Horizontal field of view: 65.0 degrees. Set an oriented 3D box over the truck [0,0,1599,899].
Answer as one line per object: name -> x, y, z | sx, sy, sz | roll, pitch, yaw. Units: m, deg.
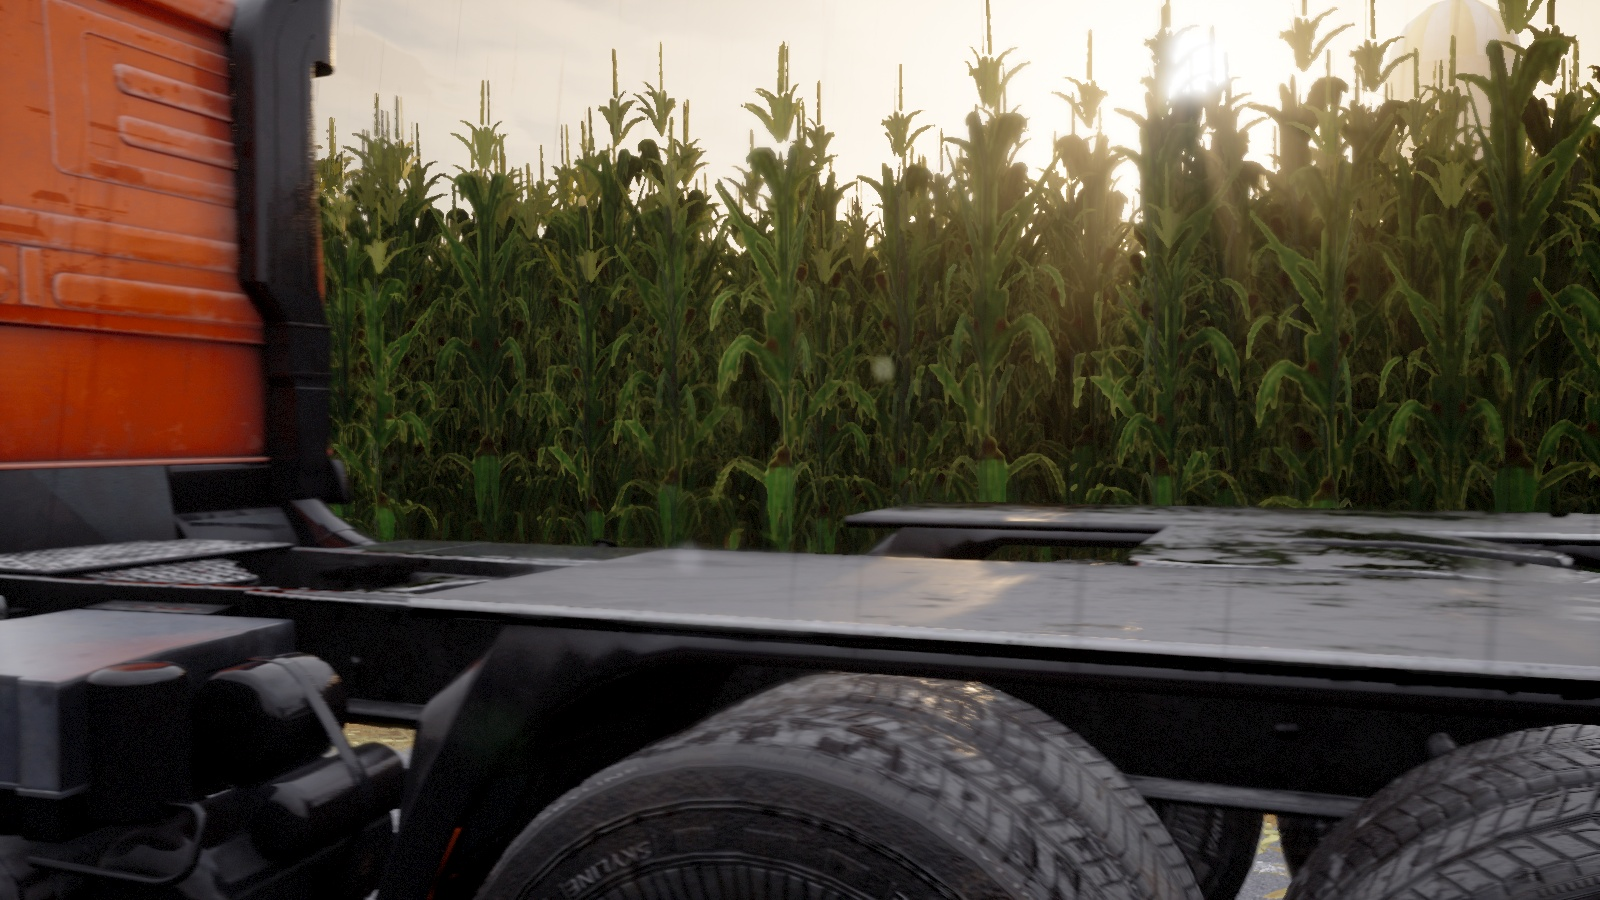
truck -> -1.018, -0.216, 3.535 | 7.936, 3.462, 2.891 | 1, 1, 22
